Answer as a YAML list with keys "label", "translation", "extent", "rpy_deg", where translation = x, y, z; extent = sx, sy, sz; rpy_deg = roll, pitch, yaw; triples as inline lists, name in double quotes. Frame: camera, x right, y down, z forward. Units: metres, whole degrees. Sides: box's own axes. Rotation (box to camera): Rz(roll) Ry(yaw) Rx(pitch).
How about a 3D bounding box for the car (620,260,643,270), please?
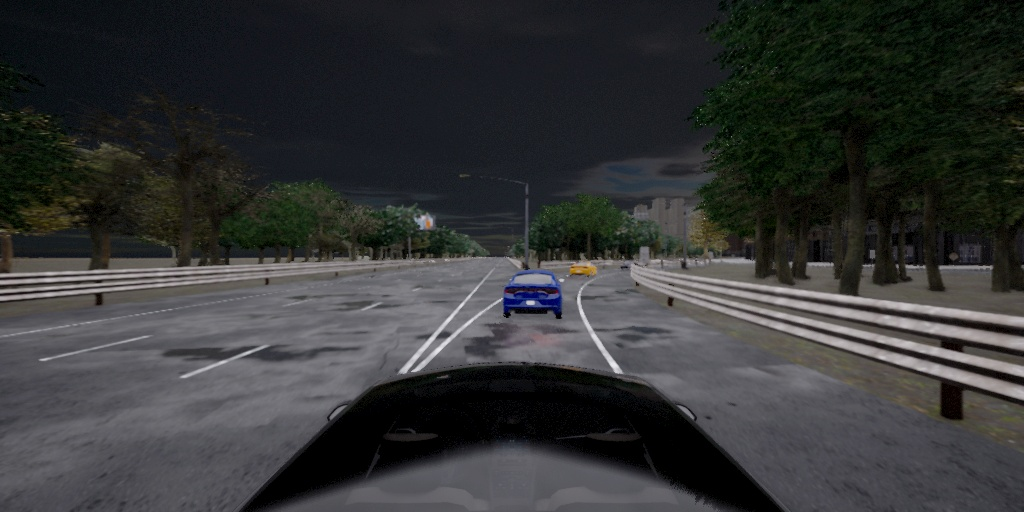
- label: "car"
  translation: [18.124, 1.357, 54.066]
  extent: [2.033, 1.411, 5.357]
  rpy_deg: [0, 0, 38]

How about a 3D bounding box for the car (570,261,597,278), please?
- label: "car"
  translation: [7.166, 1.287, 35.550]
  extent: [1.882, 1.535, 5.008]
  rpy_deg: [0, 0, 23]

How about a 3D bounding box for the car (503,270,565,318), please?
- label: "car"
  translation: [0.878, 1.255, 13.132]
  extent: [1.882, 1.535, 5.008]
  rpy_deg: [0, 0, 7]
